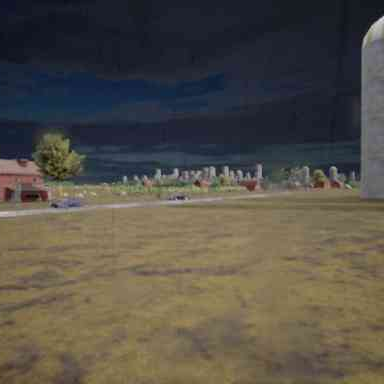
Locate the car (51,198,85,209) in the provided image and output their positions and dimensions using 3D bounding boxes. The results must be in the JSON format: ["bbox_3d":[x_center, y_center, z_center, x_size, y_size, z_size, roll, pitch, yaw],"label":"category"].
[{"bbox_3d":[-15.862,1.423,42.628,1.994,1.385,4.181,0,1,36],"label":"car"}]

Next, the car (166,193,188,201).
[{"bbox_3d":[-2.673,0.900,60.730,1.837,1.490,4.892,0,1,36],"label":"car"}]
